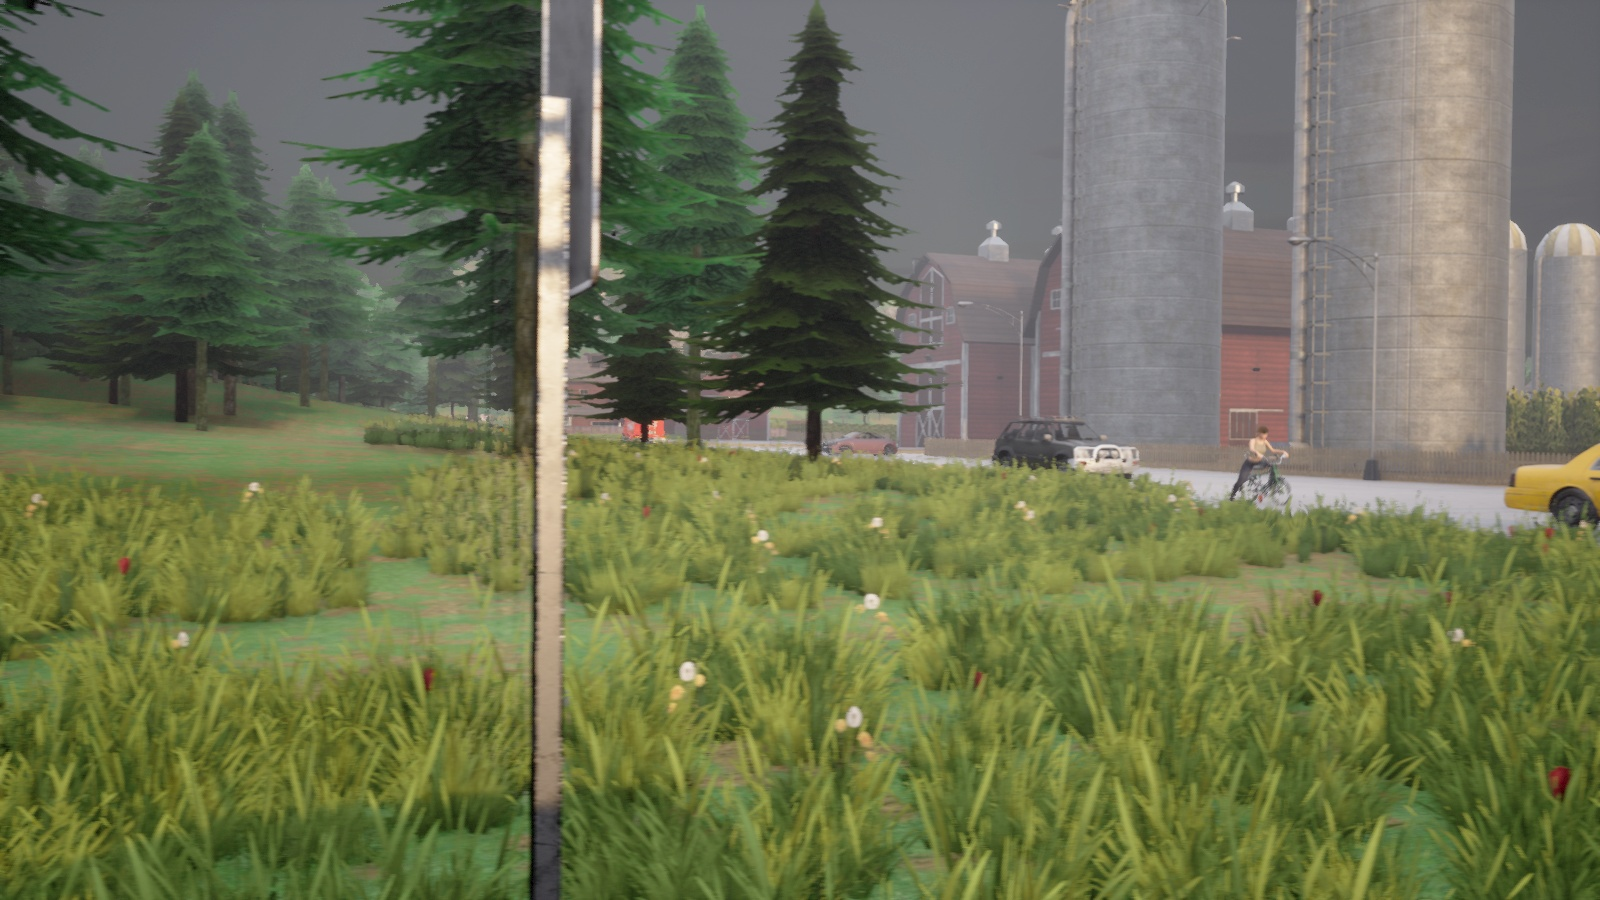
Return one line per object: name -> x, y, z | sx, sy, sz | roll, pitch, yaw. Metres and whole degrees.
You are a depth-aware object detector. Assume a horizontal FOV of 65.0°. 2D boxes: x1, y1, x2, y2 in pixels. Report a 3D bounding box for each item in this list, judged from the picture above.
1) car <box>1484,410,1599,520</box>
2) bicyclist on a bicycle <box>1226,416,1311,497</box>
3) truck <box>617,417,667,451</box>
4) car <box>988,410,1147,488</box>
car -> 12.630, 0.214, 17.734 | 1.801, 1.575, 5.366 | -1, 1, -20
bicyclist on a bicycle -> 9.621, 0.112, 25.852 | 0.866, 1.612, 1.509 | -1, 1, -20
truck -> -11.878, -1.181, 94.005 | 2.627, 2.467, 5.204 | -1, 1, -20
car -> 6.936, -0.103, 33.115 | 1.932, 1.855, 4.605 | -1, 2, -20
